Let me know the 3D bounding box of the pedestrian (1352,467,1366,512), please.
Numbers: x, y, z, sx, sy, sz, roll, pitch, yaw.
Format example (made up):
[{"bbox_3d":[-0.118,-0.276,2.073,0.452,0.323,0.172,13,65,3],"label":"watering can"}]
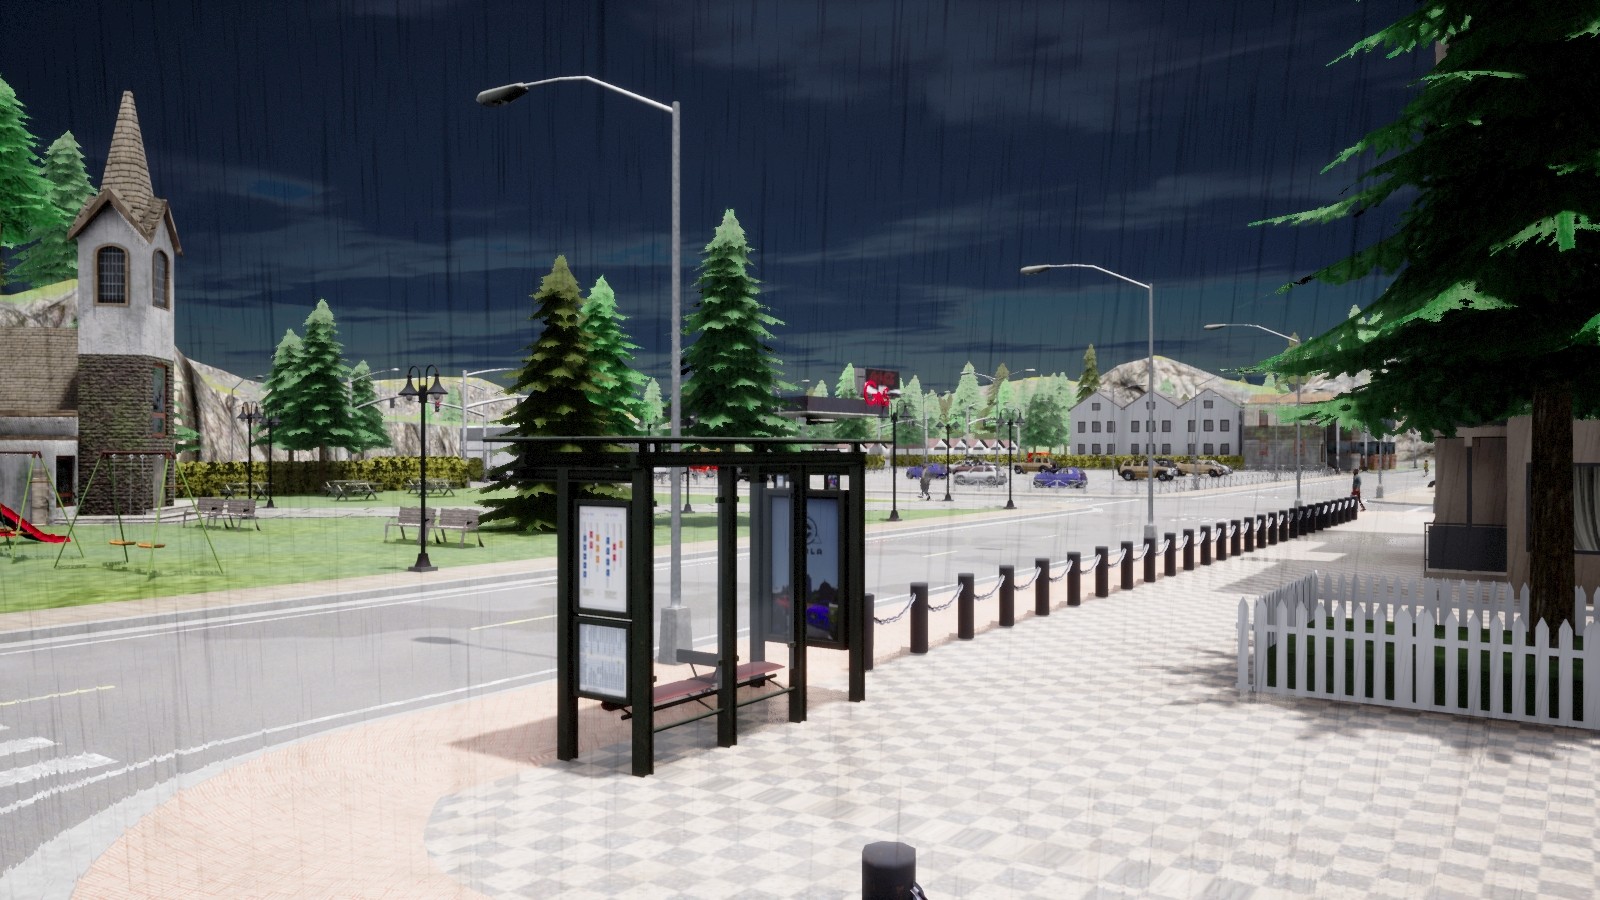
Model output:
[{"bbox_3d":[23.590,1.671,48.222,0.375,1.860,0.375,0,0,-4],"label":"pedestrian"}]

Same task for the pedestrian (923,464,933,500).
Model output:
[{"bbox_3d":[6.670,1.674,59.431,0.375,1.860,0.375,0,0,39],"label":"pedestrian"}]
